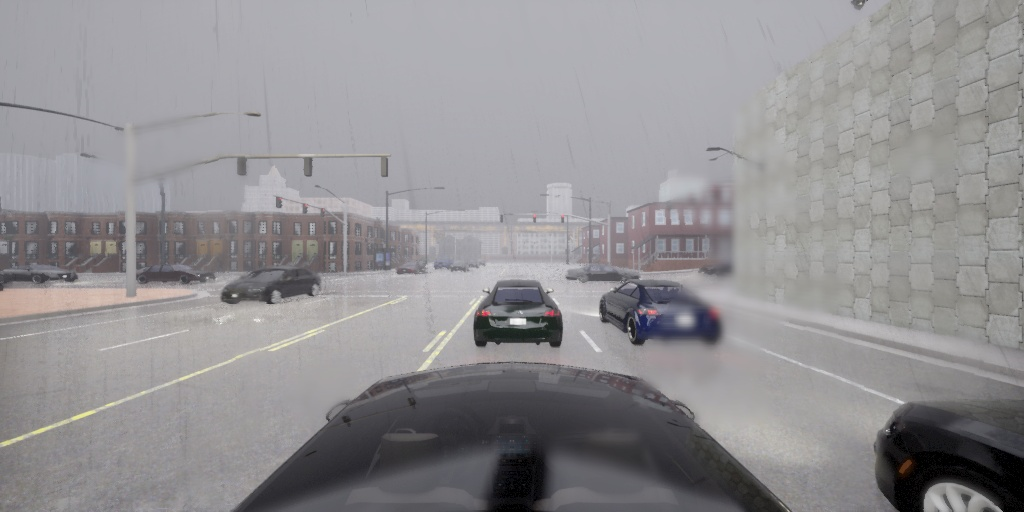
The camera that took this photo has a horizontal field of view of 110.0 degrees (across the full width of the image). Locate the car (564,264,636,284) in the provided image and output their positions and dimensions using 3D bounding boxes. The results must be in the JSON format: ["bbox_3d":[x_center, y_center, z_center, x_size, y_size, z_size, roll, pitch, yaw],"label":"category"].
[{"bbox_3d":[6.551,1.298,26.311,5.357,1.411,2.033,0,0,7],"label":"car"}]

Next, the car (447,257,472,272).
[{"bbox_3d":[-6.587,1.255,45.694,1.837,1.490,4.892,0,0,1],"label":"car"}]

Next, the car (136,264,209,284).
[{"bbox_3d":[-24.901,1.297,26.294,5.357,1.411,2.033,0,0,0],"label":"car"}]

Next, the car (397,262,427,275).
[{"bbox_3d":[-10.580,1.314,38.091,1.994,1.385,4.181,0,0,8],"label":"car"}]

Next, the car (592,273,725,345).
[{"bbox_3d":[3.663,1.314,9.526,1.994,1.385,4.181,0,0,1],"label":"car"}]

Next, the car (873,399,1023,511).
[{"bbox_3d":[3.585,1.255,0.613,1.837,1.490,4.892,0,0,1],"label":"car"}]

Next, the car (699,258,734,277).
[{"bbox_3d":[18.521,0.855,29.628,5.357,1.411,2.033,-5,0,1],"label":"car"}]

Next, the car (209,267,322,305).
[{"bbox_3d":[-10.437,1.255,15.999,1.837,1.490,4.892,0,0,1],"label":"car"}]

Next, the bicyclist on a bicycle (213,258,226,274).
[{"bbox_3d":[-30.407,1.053,37.326,0.582,1.620,1.656,0,0,0],"label":"bicyclist on a bicycle"}]

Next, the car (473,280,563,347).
[{"bbox_3d":[0.160,1.314,9.365,1.994,1.385,4.181,0,0,1],"label":"car"}]

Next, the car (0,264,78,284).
[{"bbox_3d":[-34.866,1.314,26.379,4.181,1.385,1.994,0,0,1],"label":"car"}]

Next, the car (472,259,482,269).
[{"bbox_3d":[-6.429,1.314,58.060,1.994,1.385,4.181,0,0,1],"label":"car"}]

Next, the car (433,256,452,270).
[{"bbox_3d":[-10.002,0.966,52.908,2.150,2.045,5.566,0,1,0],"label":"car"}]
